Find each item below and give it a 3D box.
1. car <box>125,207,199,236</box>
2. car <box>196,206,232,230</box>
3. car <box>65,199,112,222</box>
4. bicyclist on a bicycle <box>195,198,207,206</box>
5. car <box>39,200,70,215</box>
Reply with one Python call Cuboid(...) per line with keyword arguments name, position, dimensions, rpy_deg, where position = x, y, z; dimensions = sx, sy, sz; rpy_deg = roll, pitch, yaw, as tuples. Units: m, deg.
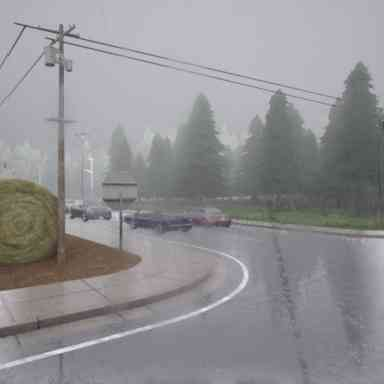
Cuboid(name="car", position=(-1.976, 1.636, 19.159), dimensions=(1.895, 1.301, 4.718), rpy_deg=(0, 0, -38))
Cuboid(name="car", position=(0.644, 1.599, 21.732), dimensions=(1.994, 1.385, 4.181), rpy_deg=(0, 0, -38))
Cuboid(name="car", position=(-8.343, 1.387, 27.218), dimensions=(2.097, 1.767, 4.553), rpy_deg=(0, 0, -38))
Cuboid(name="bicyclist on a bicycle", position=(0.795, 1.335, 27.722), dimensions=(1.656, 1.620, 0.582), rpy_deg=(0, 0, -38))
Cuboid(name="car", position=(-14.490, 1.599, 35.019), dimensions=(1.994, 1.385, 4.181), rpy_deg=(0, 0, -38))
